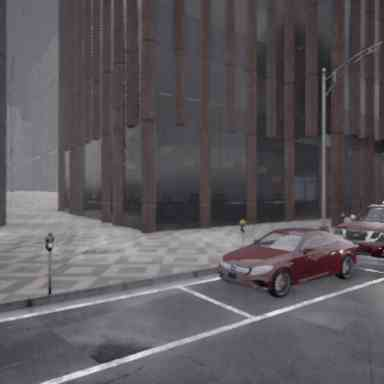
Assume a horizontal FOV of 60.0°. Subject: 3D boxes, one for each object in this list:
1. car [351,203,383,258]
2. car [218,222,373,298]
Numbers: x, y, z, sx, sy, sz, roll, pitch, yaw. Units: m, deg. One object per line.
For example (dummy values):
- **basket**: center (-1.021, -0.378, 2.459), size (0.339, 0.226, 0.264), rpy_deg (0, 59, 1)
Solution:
- **car**: center (7.030, 1.338, 11.670), size (5.009, 1.841, 2.192), rpy_deg (0, 0, -36)
- **car**: center (2.588, 1.595, 8.499), size (4.206, 1.307, 1.802), rpy_deg (0, 0, -36)
